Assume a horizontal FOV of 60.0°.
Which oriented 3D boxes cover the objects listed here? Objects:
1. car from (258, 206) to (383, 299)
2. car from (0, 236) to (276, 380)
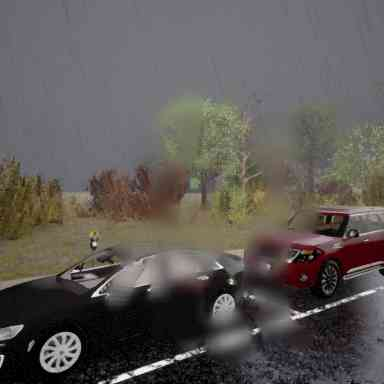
[{"bbox_3d":[3.657,1.317,8.679,5.009,1.841,2.192,0,1,-35],"label":"car"},{"bbox_3d":[-0.952,1.551,5.406,4.403,1.369,2.008,0,1,-35],"label":"car"}]
